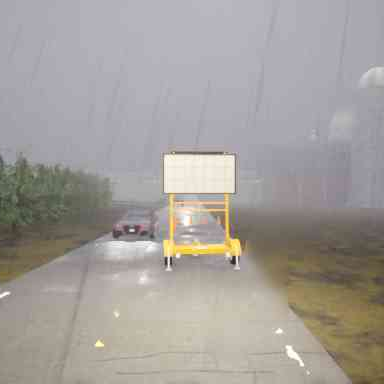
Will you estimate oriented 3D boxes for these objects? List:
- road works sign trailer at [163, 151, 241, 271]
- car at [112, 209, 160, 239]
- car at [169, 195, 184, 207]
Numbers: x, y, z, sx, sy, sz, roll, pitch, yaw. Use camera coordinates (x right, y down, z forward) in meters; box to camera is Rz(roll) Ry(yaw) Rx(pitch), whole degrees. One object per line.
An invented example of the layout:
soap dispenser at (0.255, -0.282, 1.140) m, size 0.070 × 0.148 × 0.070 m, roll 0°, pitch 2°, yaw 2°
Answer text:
road works sign trailer at (0.233, 0.471, 11.020) m, size 2.380 × 3.560 × 2.880 m, roll 0°, pitch 0°, yaw -4°
car at (-2.781, 1.584, 17.343) m, size 1.994 × 1.385 × 4.181 m, roll 0°, pitch 0°, yaw 0°
car at (-2.528, 1.460, 55.219) m, size 2.150 × 2.045 × 5.566 m, roll 0°, pitch 0°, yaw 0°
